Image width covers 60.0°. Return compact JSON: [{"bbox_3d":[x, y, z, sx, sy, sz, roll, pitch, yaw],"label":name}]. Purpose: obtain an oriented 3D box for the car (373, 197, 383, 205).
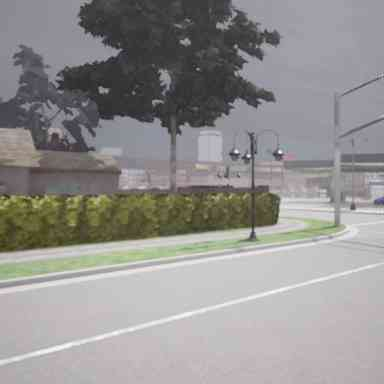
[{"bbox_3d":[29.323,1.176,49.017,2.242,1.667,4.611,0,0,-35],"label":"car"}]
